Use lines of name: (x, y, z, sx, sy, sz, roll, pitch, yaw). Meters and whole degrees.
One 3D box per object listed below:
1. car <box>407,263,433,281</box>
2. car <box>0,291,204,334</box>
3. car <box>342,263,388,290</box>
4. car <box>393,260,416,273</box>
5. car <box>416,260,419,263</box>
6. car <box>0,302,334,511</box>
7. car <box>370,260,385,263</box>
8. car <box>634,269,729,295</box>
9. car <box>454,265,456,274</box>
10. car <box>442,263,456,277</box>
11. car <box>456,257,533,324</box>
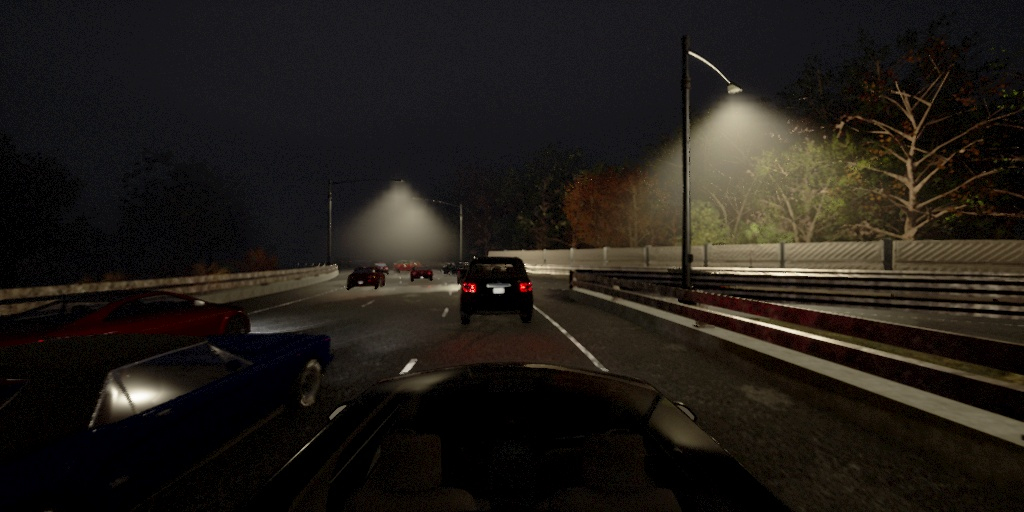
car: (-8.359, 1.551, 32.823, 1.895, 1.301, 4.718, 0, 0, -17)
car: (-7.210, 1.349, 6.885, 1.994, 1.385, 4.181, 0, 0, -3)
car: (-9.575, 1.418, 23.725, 1.812, 1.442, 4.674, 0, 0, -12)
car: (-15.211, 1.412, 49.845, 2.097, 1.767, 4.553, 0, 0, -26)
car: (-16.715, 1.475, 59.685, 2.097, 1.767, 4.553, 0, 0, -31)
car: (-3.542, 1.361, 3.207, 1.895, 1.301, 4.718, 0, 0, -1)
car: (-16.527, 1.575, 44.664, 2.033, 1.411, 5.357, 0, 0, -25)
car: (8.762, 1.385, 18.946, 1.812, 1.442, 4.674, 0, -1, -43)
car: (-2.875, 1.504, 25.675, 1.895, 1.301, 4.718, 0, 0, -13)
car: (-6.419, 1.504, 40.237, 1.837, 1.490, 4.892, 0, 0, -29)
car: (-0.627, 1.043, 12.486, 2.150, 2.045, 5.566, 0, 0, -5)
